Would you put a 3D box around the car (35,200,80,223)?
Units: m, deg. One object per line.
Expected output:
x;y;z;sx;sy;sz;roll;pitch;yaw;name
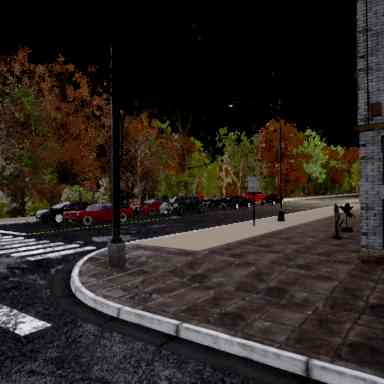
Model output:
-8.926;1.406;24.399;1.837;1.490;4.892;-1;0;36;car

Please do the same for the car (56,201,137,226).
-6.297;1.459;22.481;1.895;1.301;4.718;-1;0;36;car

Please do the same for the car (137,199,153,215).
-3.648;1.374;31.572;1.994;1.385;4.181;-1;0;36;car

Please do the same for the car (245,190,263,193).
8.727;0.817;48.320;2.150;2.045;5.566;-1;0;37;car

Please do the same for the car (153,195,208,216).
-0.906;1.116;29.821;2.097;1.767;4.553;-1;0;36;car

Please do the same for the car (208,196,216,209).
2.532;1.194;39.968;2.128;1.511;4.902;-1;0;36;car

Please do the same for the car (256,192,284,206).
11.129;1.061;46.103;1.837;1.490;4.892;-1;0;37;car

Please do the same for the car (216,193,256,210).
5.068;1.166;37.929;1.837;1.490;4.892;-1;0;36;car
